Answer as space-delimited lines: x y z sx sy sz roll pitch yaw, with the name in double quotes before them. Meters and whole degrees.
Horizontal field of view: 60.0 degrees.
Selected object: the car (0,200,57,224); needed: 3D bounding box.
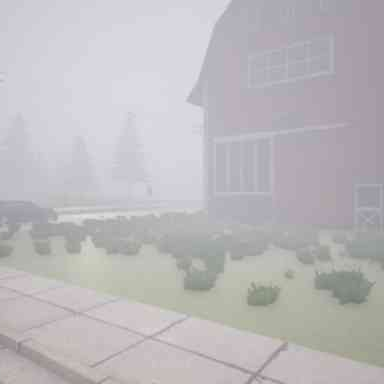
"car" -11.596 1.335 22.806 2.097 1.767 4.553 0 0 36
